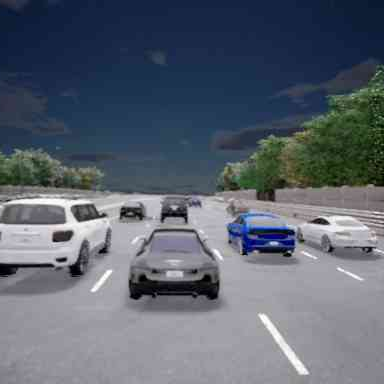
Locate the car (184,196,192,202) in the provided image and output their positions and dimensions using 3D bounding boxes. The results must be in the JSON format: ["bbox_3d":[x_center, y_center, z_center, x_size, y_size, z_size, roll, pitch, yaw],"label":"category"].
[{"bbox_3d":[-1.149,1.775,85.728,1.882,1.535,5.008,1,-1,-3],"label":"car"}]

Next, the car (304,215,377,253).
[{"bbox_3d":[6.231,1.746,14.731,1.812,1.442,4.674,1,0,-3],"label":"car"}]

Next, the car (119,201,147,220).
[{"bbox_3d":[-5.024,1.552,28.790,1.882,1.535,5.008,1,0,-3],"label":"car"}]

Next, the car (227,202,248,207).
[{"bbox_3d":[5.055,1.840,36.799,2.033,1.411,5.357,1,0,-3],"label":"car"}]

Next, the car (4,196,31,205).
[{"bbox_3d":[-27.450,1.286,52.554,1.895,1.301,4.718,1,0,-2],"label":"car"}]

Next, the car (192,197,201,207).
[{"bbox_3d":[0.414,1.575,56.445,2.097,1.767,4.553,1,0,-3],"label":"car"}]

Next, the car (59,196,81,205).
[{"bbox_3d":[-20.649,1.363,56.494,2.033,1.411,5.357,1,0,-2],"label":"car"}]

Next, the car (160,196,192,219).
[{"bbox_3d":[-1.458,1.361,27.719,2.150,2.045,5.566,1,0,-3],"label":"car"}]

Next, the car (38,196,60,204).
[{"bbox_3d":[-24.144,1.349,56.293,1.895,1.301,4.718,1,0,-2],"label":"car"}]

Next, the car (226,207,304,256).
[{"bbox_3d":[2.680,1.626,13.864,1.882,1.535,5.008,1,0,-3],"label":"car"}]

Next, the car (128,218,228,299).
[{"bbox_3d":[-0.448,1.621,8.660,1.994,1.385,4.181,1,0,-3],"label":"car"}]

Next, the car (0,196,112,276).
[{"bbox_3d":[-4.043,1.222,10.469,2.150,2.045,5.566,1,0,-3],"label":"car"}]

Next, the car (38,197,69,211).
[{"bbox_3d":[-16.284,1.394,39.367,1.837,1.490,4.892,1,0,-3],"label":"car"}]
